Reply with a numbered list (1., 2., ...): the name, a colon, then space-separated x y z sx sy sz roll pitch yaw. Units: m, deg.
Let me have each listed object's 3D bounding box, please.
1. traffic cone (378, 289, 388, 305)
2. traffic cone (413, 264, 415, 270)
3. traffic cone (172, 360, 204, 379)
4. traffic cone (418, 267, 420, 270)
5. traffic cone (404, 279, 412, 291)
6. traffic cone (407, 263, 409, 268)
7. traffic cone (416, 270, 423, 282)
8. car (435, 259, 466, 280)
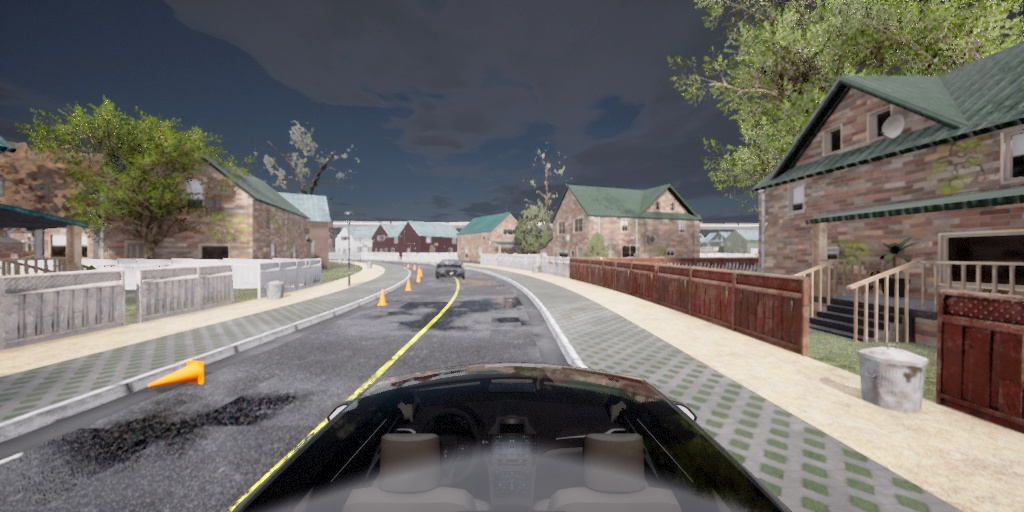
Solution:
1. traffic cone: -4.829 1.528 13.370 0.340 0.580 0.340 0 0 -3
2. traffic cone: -10.023 1.147 36.894 0.340 0.580 0.340 0 0 -22
3. traffic cone: -4.815 1.476 5.462 0.340 0.580 0.340 0 0 15
4. traffic cone: -7.030 1.300 27.697 0.340 0.580 0.340 0 0 -14
5. traffic cone: -5.254 1.452 18.190 0.340 0.580 0.340 0 0 -7
6. traffic cone: -11.961 1.072 41.328 0.340 0.580 0.340 0 0 -25
7. traffic cone: -5.989 1.376 22.972 0.340 0.580 0.340 0 0 -11
8. car: -4.532 0.940 26.074 1.994 1.385 4.181 0 1 -13
